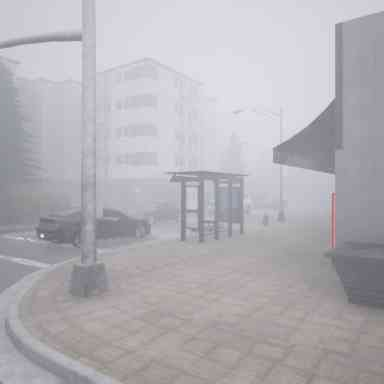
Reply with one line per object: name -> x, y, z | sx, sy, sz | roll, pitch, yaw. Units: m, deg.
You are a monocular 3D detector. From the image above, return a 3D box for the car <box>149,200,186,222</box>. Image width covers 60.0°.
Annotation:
car -> -2.368, 1.328, 22.203 | 1.837, 1.490, 4.892 | 0, 0, 36

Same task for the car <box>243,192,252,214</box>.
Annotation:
car -> 3.515, 1.045, 30.387 | 2.150, 2.045, 5.566 | 0, 0, 36

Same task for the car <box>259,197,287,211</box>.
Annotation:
car -> 9.456, 1.301, 38.604 | 1.882, 1.535, 5.008 | 0, 0, 36

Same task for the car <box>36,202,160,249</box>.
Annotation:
car -> -3.841, 1.320, 13.786 | 1.837, 1.490, 4.892 | 2, 1, 38
